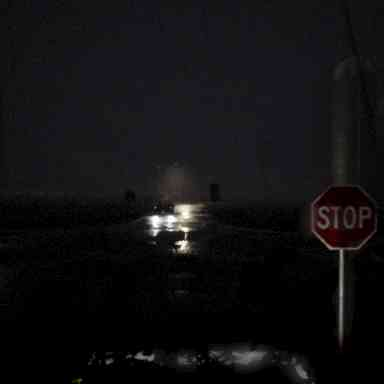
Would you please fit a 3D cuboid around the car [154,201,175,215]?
[{"bbox_3d":[-2.732,1.567,33.446,1.895,1.301,4.718,0,0,0],"label":"car"}]
